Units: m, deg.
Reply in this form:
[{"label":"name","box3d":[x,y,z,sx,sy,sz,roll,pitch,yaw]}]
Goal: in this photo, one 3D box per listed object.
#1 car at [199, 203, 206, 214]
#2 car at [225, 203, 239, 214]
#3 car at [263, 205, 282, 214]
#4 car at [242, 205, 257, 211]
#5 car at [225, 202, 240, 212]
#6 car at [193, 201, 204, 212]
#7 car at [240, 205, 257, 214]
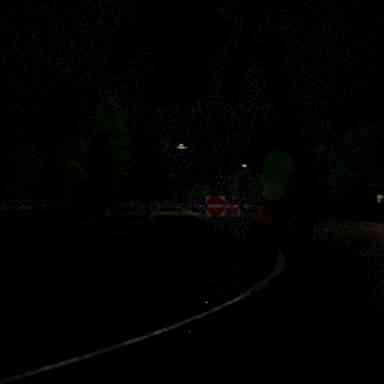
[{"label":"car","box3d":[2.855,2.855,51.778,2.033,1.411,5.357,0,-2,-5]},{"label":"car","box3d":[6.047,2.865,55.518,1.882,1.535,5.008,0,-2,-5]},{"label":"car","box3d":[13.170,2.802,54.375,1.882,1.535,5.008,0,-2,-5]},{"label":"car","box3d":[11.816,3.297,68.991,1.895,1.301,4.718,0,-1,-5]},{"label":"car","box3d":[8.314,3.071,68.853,2.097,1.767,4.553,0,-1,-5]},{"label":"car","box3d":[1.419,2.935,67.479,2.150,2.045,5.566,0,-1,-5]},{"label":"car","box3d":[9.476,2.997,56.495,1.895,1.301,4.718,0,-1,-5]}]
